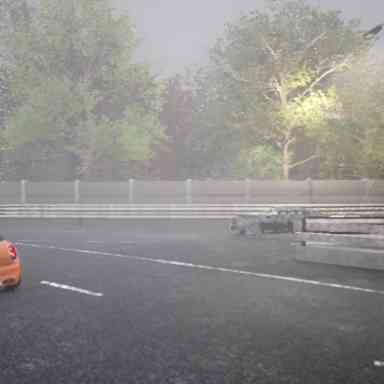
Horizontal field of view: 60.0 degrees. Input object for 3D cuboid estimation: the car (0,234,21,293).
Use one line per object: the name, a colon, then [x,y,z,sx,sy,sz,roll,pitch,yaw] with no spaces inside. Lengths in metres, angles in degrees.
car: [-5.994,1.357,7.483,4.553,1.767,2.097,0,0,31]

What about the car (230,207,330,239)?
car: [4.330,1.484,16.412,4.902,1.511,2.128,0,0,1]
